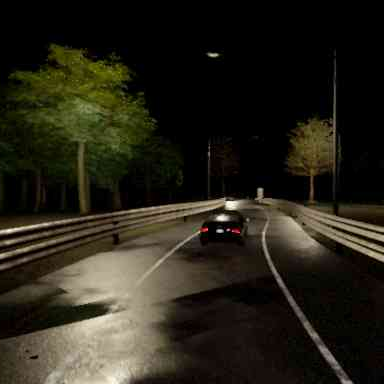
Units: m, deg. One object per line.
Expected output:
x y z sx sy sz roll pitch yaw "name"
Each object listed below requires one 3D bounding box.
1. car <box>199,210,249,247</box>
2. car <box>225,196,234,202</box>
1.569 1.554 15.285 2.033 1.411 5.357 0 0 11 "car"
8.546 1.545 78.219 1.895 1.301 4.718 0 0 -6 "car"
